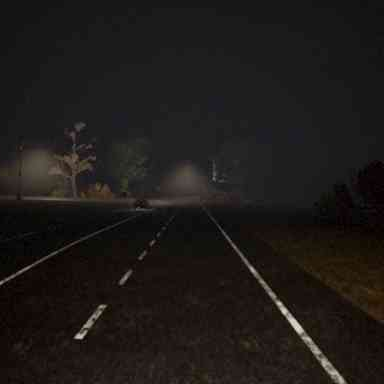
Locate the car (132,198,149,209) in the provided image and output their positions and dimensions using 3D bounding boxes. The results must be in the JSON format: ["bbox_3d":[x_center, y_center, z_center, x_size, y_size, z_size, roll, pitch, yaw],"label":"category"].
[{"bbox_3d":[-7.017,1.586,45.874,2.033,1.411,5.357,0,0,0],"label":"car"}]
